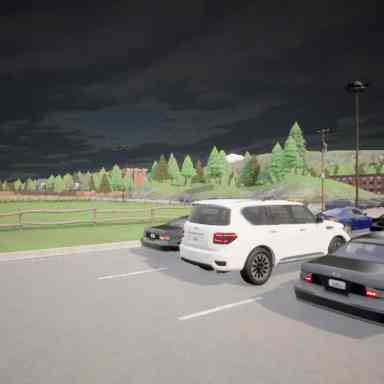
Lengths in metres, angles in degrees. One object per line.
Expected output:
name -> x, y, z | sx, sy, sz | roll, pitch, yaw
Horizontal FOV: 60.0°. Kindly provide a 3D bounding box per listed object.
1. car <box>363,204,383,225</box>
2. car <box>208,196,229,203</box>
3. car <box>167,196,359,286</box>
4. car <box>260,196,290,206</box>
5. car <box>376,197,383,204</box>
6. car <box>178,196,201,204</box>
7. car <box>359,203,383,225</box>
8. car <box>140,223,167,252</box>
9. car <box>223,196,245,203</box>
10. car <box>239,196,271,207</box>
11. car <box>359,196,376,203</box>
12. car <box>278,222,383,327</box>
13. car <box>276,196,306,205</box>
car -> 10.340, 1.478, 15.498 | 5.008, 1.535, 1.882 | 0, 0, -35
car -> 5.490, 1.525, 69.398 | 1.812, 1.442, 4.674 | 0, 0, -36
car -> 2.275, 1.221, 9.689 | 5.566, 2.045, 2.150 | 0, 0, -35
car -> 14.214, 1.507, 57.361 | 1.837, 1.490, 4.892 | 0, 0, -36
car -> 23.445, 1.564, 44.986 | 1.994, 1.385, 4.181 | 0, 0, -38
car -> -0.555, 1.492, 65.734 | 2.128, 1.511, 4.902 | 0, 0, -36
car -> 8.475, 1.526, 18.460 | 4.674, 1.442, 1.812 | 0, 0, -36
car -> 0.694, 1.547, 12.860 | 5.357, 1.411, 2.033 | 0, 0, -36
car -> 8.853, 1.524, 70.732 | 1.812, 1.442, 4.674 | 0, 0, -36
car -> 9.706, 1.478, 51.660 | 1.882, 1.535, 5.008 | 0, 1, -36
car -> 18.463, 1.547, 39.870 | 2.033, 1.411, 5.357 | 0, 0, -38
car -> 4.392, 1.547, 6.898 | 5.357, 1.411, 2.033 | 0, 0, -36
car -> 17.471, 1.478, 58.849 | 1.882, 1.535, 5.008 | 0, 0, -36
